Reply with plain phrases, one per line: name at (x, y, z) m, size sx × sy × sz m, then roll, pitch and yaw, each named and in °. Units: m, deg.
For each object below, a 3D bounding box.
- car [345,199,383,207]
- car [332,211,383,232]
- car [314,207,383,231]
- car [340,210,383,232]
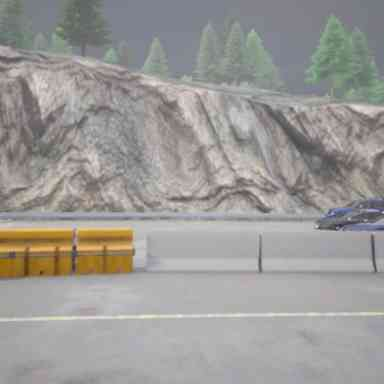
car at (13.351, 1.584, 25.713) m, size 5.566 × 2.045 × 2.150 m, roll 0°, pitch -1°, yaw 2°
car at (9.274, 1.750, 15.249) m, size 4.674 × 1.442 × 1.812 m, roll 0°, pitch -1°, yaw 1°
car at (9.443, 1.767, 18.741) m, size 4.892 × 1.490 × 1.837 m, roll 0°, pitch -1°, yaw 1°
car at (12.685, 1.922, 22.227) m, size 4.718 × 1.301 × 1.895 m, roll 0°, pitch -1°, yaw 1°
